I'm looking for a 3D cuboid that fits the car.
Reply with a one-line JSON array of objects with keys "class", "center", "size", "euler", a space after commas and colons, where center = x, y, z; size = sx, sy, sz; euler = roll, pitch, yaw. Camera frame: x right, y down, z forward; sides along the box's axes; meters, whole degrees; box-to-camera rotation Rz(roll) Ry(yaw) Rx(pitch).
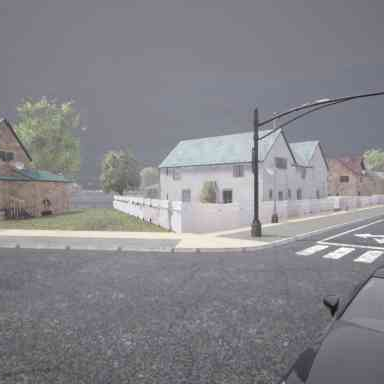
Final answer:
[{"class": "car", "center": [2.542, 1.524, 3.432], "size": [1.812, 1.442, 4.674], "euler": [0, 0, 42]}]
